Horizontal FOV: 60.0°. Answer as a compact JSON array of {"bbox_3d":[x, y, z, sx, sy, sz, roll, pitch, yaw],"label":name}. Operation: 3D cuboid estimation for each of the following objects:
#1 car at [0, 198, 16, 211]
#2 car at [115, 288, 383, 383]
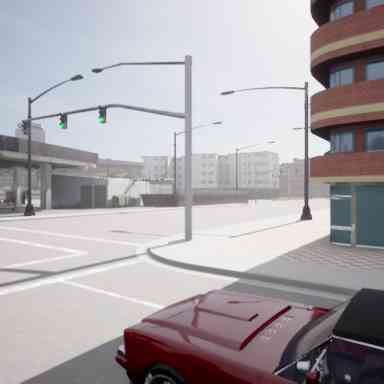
[{"bbox_3d":[-22.337,1.473,38.835,3.806,1.475,1.970,0,0,36],"label":"car"},{"bbox_3d":[1.528,1.601,2.884,4.718,1.301,1.895,0,0,36],"label":"car"}]
